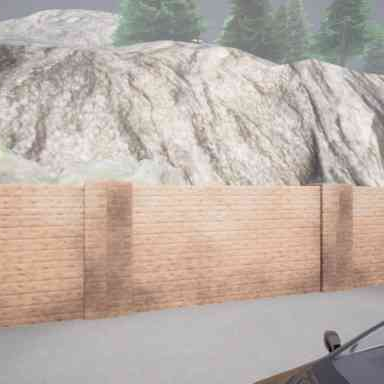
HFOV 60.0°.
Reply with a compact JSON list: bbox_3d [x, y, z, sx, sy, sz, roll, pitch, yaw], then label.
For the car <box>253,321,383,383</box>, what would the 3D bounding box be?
[{"bbox_3d":[2.083,1.492,1.955,4.902,1.511,2.128,0,0,-19],"label":"car"}]
